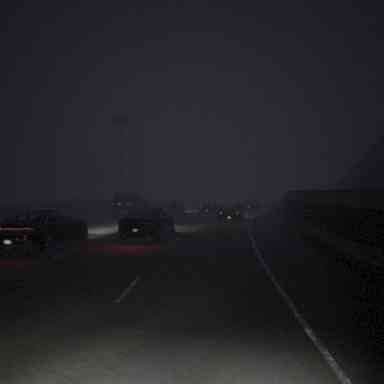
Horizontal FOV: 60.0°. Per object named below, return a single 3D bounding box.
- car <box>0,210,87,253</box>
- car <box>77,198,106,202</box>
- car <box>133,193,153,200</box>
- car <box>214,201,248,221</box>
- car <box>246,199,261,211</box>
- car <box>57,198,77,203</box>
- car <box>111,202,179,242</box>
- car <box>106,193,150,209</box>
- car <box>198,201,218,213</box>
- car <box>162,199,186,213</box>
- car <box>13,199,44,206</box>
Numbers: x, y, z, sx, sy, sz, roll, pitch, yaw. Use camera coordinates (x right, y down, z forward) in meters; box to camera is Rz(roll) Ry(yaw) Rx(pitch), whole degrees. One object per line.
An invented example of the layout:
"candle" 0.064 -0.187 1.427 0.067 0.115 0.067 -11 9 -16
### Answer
"car" -6.001 1.490 13.730 2.128 1.511 4.902 0 0 6
"car" -13.286 1.559 46.677 2.033 1.411 5.357 0 0 18
"car" -11.348 1.012 77.273 2.097 1.767 4.553 0 0 29
"car" 3.258 1.632 27.136 1.895 1.301 4.718 0 0 12
"car" 7.653 1.579 42.410 1.812 1.442 4.674 0 0 19
"car" -16.999 1.528 46.495 1.812 1.442 4.674 0 0 18
"car" -2.123 1.488 16.697 1.882 1.535 5.008 0 0 7
"car" -6.073 1.237 33.300 2.150 2.045 5.566 0 0 14
"car" 2.180 1.638 36.945 1.895 1.301 4.718 0 0 16
"car" -2.072 1.517 34.639 2.128 1.511 4.902 0 0 15
"car" -21.449 1.555 43.869 1.994 1.385 4.181 0 0 16
